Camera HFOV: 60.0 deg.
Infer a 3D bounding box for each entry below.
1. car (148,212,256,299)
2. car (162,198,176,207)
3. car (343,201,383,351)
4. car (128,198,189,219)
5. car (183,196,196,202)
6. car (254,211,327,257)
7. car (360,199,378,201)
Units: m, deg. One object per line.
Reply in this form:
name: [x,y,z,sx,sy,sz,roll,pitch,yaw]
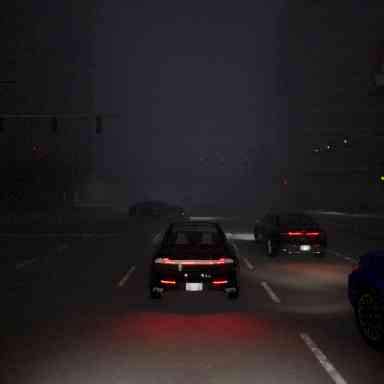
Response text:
car: [0.066,1.492,8.413,2.128,1.511,4.902,0,0,1]
car: [-3.494,1.601,51.363,1.895,1.301,4.718,0,0,1]
car: [3.606,1.221,3.049,2.150,2.045,5.566,0,0,0]
car: [-2.938,1.504,28.381,4.892,1.490,1.837,0,0,0]
car: [-1.018,1.566,73.312,1.895,1.301,4.718,0,0,-27]
car: [3.616,1.505,12.880,1.837,1.490,4.892,0,0,1]
car: [18.678,1.526,35.673,4.674,1.442,1.812,0,0,0]
